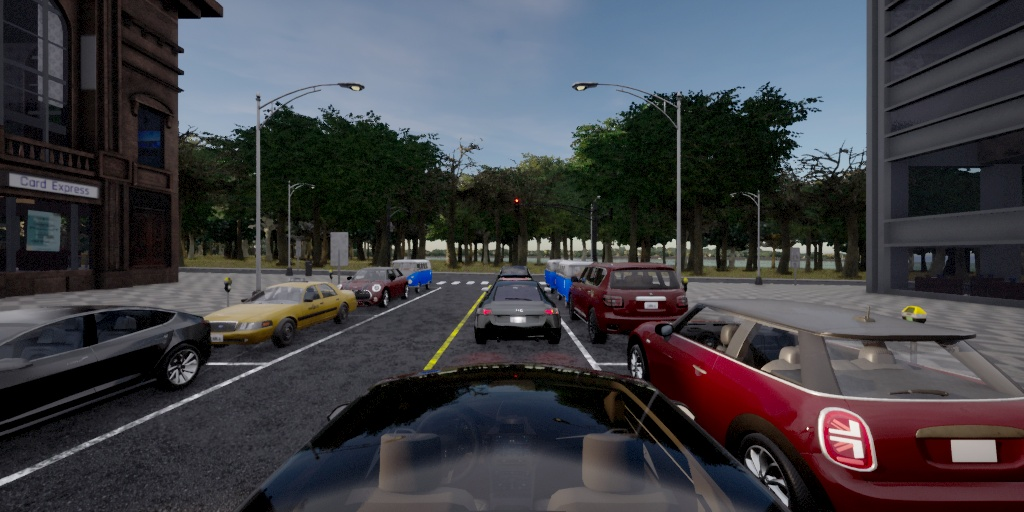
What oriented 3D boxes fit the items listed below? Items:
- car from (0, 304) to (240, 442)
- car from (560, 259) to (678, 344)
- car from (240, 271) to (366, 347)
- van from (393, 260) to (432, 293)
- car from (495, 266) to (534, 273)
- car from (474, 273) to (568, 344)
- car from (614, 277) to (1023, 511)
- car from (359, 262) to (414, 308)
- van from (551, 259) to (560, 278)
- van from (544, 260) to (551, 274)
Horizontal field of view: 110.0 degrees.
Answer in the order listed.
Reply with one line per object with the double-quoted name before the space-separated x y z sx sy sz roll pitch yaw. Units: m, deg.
"car" -5.759 1.316 4.100 1.948 1.339 4.313 0 0 0
"car" 2.776 1.065 9.522 2.192 1.841 5.009 0 0 0
"car" -5.750 1.276 9.368 1.751 1.417 4.829 0 0 0
"van" -5.729 1.092 20.413 1.690 1.789 3.998 0 0 0
"car" 0.131 1.243 18.451 2.128 1.511 4.902 0 0 0
"car" 0.118 1.314 9.570 1.994 1.385 4.181 0 0 0
"car" 2.766 1.190 4.084 1.967 1.591 4.097 0 0 0
"car" -5.739 1.191 14.975 1.967 1.591 4.097 0 0 0
"van" 2.786 1.092 14.959 1.690 1.789 3.998 0 0 0
"van" 2.796 1.092 20.397 1.690 1.789 3.998 0 0 0
